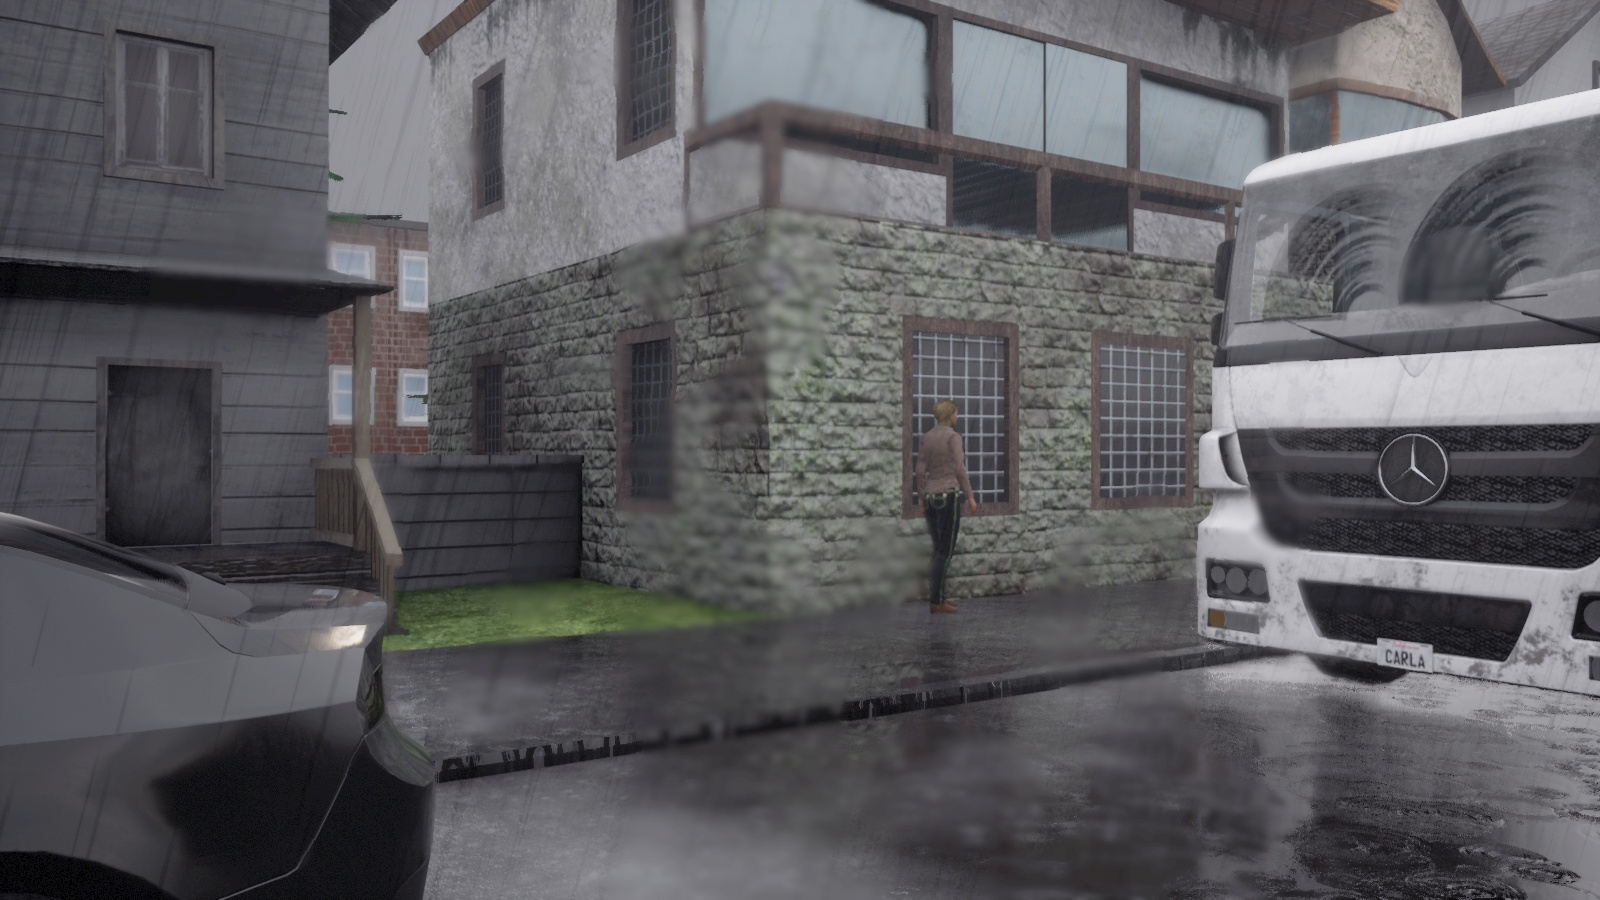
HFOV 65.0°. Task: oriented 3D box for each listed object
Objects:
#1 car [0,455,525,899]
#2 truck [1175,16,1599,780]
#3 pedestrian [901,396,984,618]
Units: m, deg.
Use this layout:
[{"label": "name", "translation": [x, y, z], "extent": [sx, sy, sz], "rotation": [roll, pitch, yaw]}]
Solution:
[{"label": "car", "translation": [-3.131, 0.763, 2.090], "extent": [4.892, 1.490, 1.837], "rotation": [0, 0, -35]}, {"label": "truck", "translation": [6.362, -0.236, 8.699], "extent": [7.936, 3.462, 2.891], "rotation": [0, 0, -35]}, {"label": "pedestrian", "translation": [1.219, 0.473, 10.742], "extent": [0.634, 1.846, 0.331], "rotation": [0, 0, -33]}]
